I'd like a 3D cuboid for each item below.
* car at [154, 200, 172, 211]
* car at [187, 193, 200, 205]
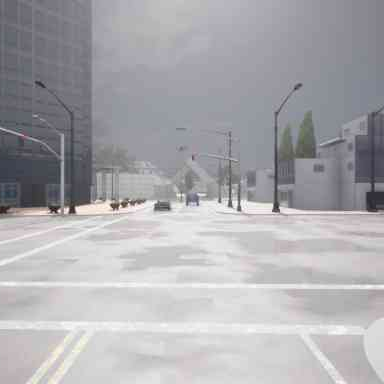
[{"bbox_3d":[-3.614,1.601,41.604,1.895,1.301,4.718,0,0,0],"label":"car"},{"bbox_3d":[0.206,1.221,60.280,2.150,2.045,5.566,0,0,3],"label":"car"}]
